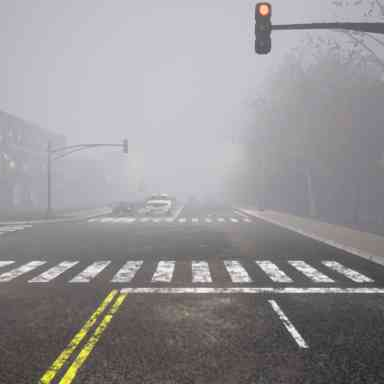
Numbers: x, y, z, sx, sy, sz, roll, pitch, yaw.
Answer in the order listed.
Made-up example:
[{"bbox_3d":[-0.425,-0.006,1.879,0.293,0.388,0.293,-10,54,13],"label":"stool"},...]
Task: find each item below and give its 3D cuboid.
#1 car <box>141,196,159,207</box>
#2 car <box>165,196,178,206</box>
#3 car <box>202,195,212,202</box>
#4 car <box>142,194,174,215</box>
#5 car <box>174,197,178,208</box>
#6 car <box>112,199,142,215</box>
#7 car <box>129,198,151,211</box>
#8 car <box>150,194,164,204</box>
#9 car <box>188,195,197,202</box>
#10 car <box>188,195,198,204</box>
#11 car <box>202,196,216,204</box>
[{"bbox_3d":[-6.531,1.474,51.895,2.128,1.511,4.902,0,0,0],"label":"car"},{"bbox_3d":[-3.280,1.485,53.953,1.837,1.490,4.892,0,0,0],"label":"car"},{"bbox_3d":[3.330,1.510,74.753,2.033,1.411,5.357,0,0,0],"label":"car"},{"bbox_3d":[-3.306,1.211,33.747,2.150,2.045,5.566,0,0,0],"label":"car"},{"bbox_3d":[-3.294,1.586,43.804,1.895,1.301,4.718,0,0,1],"label":"car"},{"bbox_3d":[-6.560,1.591,33.155,1.895,1.301,4.718,0,0,0],"label":"car"},{"bbox_3d":[-6.541,1.550,42.261,1.994,1.385,4.181,0,0,1],"label":"car"},{"bbox_3d":[-6.490,1.329,62.371,2.097,1.767,4.553,0,0,0],"label":"car"},{"bbox_3d":[0.082,1.447,75.030,1.882,1.535,5.008,0,0,0],"label":"car"},{"bbox_3d":[0.166,1.467,62.466,2.128,1.511,4.902,0,0,0],"label":"car"},{"bbox_3d":[3.418,1.577,63.491,1.895,1.301,4.718,0,0,0],"label":"car"}]
